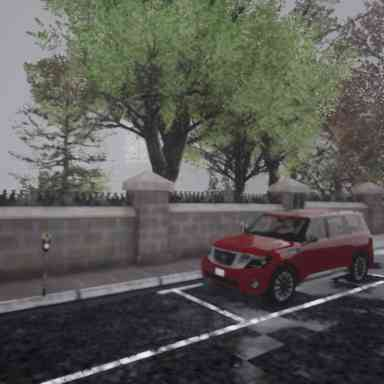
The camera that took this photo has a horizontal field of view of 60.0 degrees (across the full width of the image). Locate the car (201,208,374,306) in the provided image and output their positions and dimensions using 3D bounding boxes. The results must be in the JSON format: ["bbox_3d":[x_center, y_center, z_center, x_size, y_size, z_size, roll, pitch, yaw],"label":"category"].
[{"bbox_3d":[2.634,1.383,8.419,5.009,1.841,2.192,1,1,-36],"label":"car"}]
